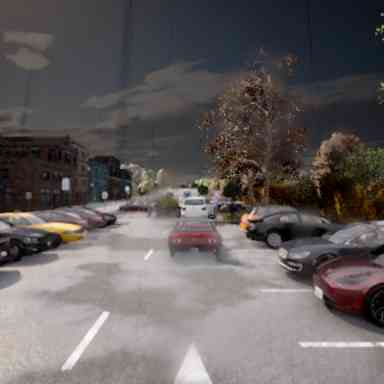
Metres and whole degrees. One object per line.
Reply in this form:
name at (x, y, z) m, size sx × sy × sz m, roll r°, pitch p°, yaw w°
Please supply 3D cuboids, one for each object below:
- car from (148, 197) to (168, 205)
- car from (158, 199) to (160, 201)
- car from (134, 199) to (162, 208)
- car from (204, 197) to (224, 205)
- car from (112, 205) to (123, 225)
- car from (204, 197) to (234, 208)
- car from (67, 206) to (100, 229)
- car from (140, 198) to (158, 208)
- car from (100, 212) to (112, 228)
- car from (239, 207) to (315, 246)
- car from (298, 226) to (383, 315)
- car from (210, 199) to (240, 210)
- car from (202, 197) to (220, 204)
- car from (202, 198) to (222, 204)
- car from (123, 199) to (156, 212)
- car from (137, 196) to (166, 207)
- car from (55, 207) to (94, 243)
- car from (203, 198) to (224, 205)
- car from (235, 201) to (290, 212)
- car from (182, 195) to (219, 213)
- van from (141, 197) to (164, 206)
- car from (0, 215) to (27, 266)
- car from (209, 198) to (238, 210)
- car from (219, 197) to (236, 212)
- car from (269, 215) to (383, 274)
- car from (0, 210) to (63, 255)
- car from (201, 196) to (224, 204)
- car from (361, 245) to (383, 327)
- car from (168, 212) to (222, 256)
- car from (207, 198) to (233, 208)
car at (-8.063, 2.126, 79.926) m, size 4.553 × 1.767 × 2.185 m, roll 0°, pitch 0°, yaw 0°
car at (-7.920, 2.098, 52.092) m, size 4.792 × 1.488 × 2.163 m, roll 0°, pitch 0°, yaw 0°
car at (-7.980, 2.126, 60.442) m, size 4.892 × 1.521 × 2.231 m, roll 0°, pitch 0°, yaw 0°
car at (5.087, 2.111, 77.195) m, size 4.553 × 1.767 × 2.185 m, roll 0°, pitch 0°, yaw 0°
car at (-7.643, 1.710, 23.336) m, size 4.792 × 1.488 × 2.163 m, roll 0°, pitch 0°, yaw 0°
car at (5.126, 1.895, 63.396) m, size 5.566 × 2.045 × 2.435 m, roll 0°, pitch 0°, yaw 0°
car at (-7.668, 1.672, 17.684) m, size 4.674 × 1.452 × 2.002 m, roll 0°, pitch 0°, yaw 0°
car at (-8.126, 2.047, 49.309) m, size 5.366 × 1.575 × 1.946 m, roll 0°, pitch 0°, yaw 0°
car at (-7.669, 1.697, 20.509) m, size 4.674 × 1.452 × 2.002 m, roll 0°, pitch 0°, yaw 0°
car at (4.904, 1.611, 15.024) m, size 5.008 × 1.535 × 2.097 m, roll 0°, pitch -1°, yaw 0°
car at (4.880, 1.568, 6.553) m, size 4.792 × 1.488 × 2.163 m, roll 0°, pitch 0°, yaw 0°
car at (5.162, 1.946, 52.257) m, size 4.553 × 1.767 × 2.185 m, roll 0°, pitch 0°, yaw 0°
car at (4.991, 2.177, 88.336) m, size 4.553 × 1.767 × 2.185 m, roll 0°, pitch 0°, yaw 0°
car at (5.036, 2.287, 85.550) m, size 5.008 × 1.535 × 2.097 m, roll 0°, pitch 0°, yaw 0°
car at (-7.918, 2.073, 46.668) m, size 4.674 × 1.452 × 2.002 m, roll 1°, pitch 0°, yaw 0°
car at (-8.019, 1.911, 66.010) m, size 5.566 × 2.045 × 2.435 m, roll 0°, pitch 0°, yaw 0°
car at (-7.484, 1.605, 14.858) m, size 5.366 × 1.575 × 1.946 m, roll 0°, pitch 0°, yaw 0°
car at (5.054, 2.256, 79.980) m, size 4.892 × 1.521 × 2.231 m, roll 0°, pitch 0°, yaw 0°
car at (4.877, 1.508, 17.724) m, size 4.553 × 1.767 × 2.185 m, roll 0°, pitch 0°, yaw 0°
car at (0.659, 1.472, 28.198) m, size 2.150 × 2.045 × 5.566 m, roll -1°, pitch -1°, yaw 11°
van at (-8.116, 1.955, 68.792) m, size 4.442 × 1.987 × 1.878 m, roll 0°, pitch 0°, yaw 0°
car at (-7.663, 1.559, 9.207) m, size 5.008 × 1.535 × 2.097 m, roll 0°, pitch 0°, yaw 0°
car at (5.153, 1.965, 55.041) m, size 4.553 × 1.767 × 2.185 m, roll 0°, pitch 0°, yaw 0°
car at (5.116, 1.908, 46.561) m, size 4.553 × 1.767 × 2.185 m, roll 0°, pitch 0°, yaw 0°
car at (4.916, 1.562, 9.252) m, size 4.892 × 1.521 × 2.231 m, roll 0°, pitch 0°, yaw 0°
car at (-7.674, 1.584, 12.032) m, size 5.008 × 1.535 × 2.097 m, roll 0°, pitch 0°, yaw 0°
car at (5.011, 2.019, 82.765) m, size 5.566 × 2.045 × 2.435 m, roll 0°, pitch 0°, yaw 0°
car at (4.881, 1.543, 3.729) m, size 4.792 × 1.488 × 2.163 m, roll 0°, pitch 0°, yaw 0°
car at (0.096, 1.718, 13.550) m, size 1.895 × 1.301 × 4.718 m, roll 0°, pitch 0°, yaw 0°
car at (5.075, 2.001, 60.486) m, size 4.553 × 1.767 × 2.185 m, roll 0°, pitch 0°, yaw 0°
